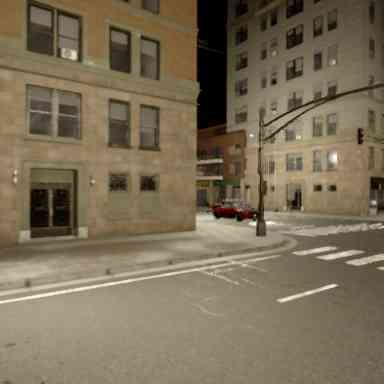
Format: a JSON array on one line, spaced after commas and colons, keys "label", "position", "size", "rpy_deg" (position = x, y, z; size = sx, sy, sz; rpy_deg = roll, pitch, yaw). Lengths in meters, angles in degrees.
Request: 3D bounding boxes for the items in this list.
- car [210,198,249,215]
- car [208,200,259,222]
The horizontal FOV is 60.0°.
[{"label": "car", "position": [3.919, 1.462, 35.384], "size": [1.967, 1.590, 4.097], "rpy_deg": [0, 0, -35]}, {"label": "car", "position": [3.548, 1.566, 26.428], "size": [1.994, 1.385, 4.181], "rpy_deg": [0, 0, -35]}]
